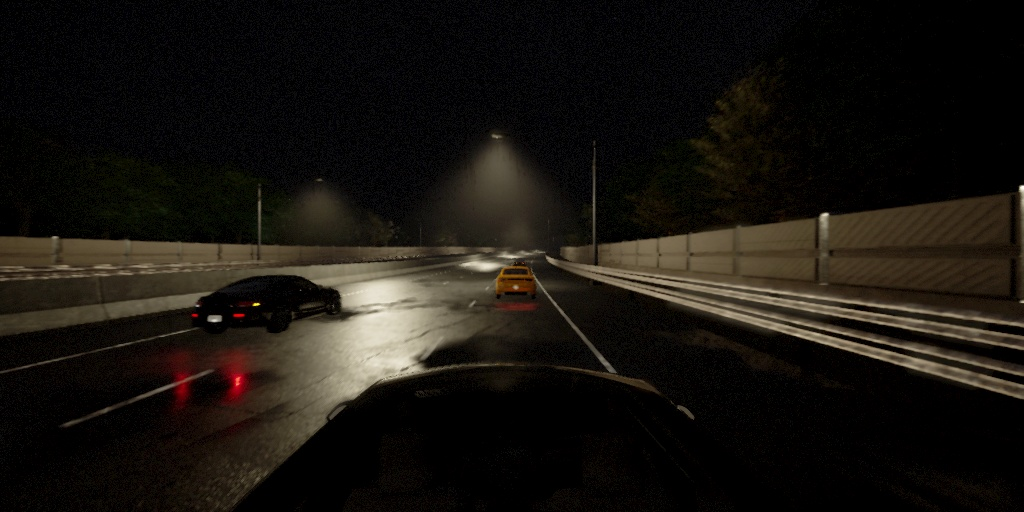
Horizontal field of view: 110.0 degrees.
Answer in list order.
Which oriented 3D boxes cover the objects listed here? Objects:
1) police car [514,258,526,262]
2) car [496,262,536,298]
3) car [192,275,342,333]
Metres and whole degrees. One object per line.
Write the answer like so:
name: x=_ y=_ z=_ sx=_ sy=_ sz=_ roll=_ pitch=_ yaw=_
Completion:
police car: x=1.201 y=1.145 z=52.666 sx=2.038 sy=1.542 sz=4.974 roll=0 pitch=0 yaw=3
car: x=0.214 y=1.273 z=18.813 sx=1.882 sy=1.535 sz=5.008 roll=0 pitch=0 yaw=1
car: x=-6.875 y=1.286 z=10.622 sx=1.812 sy=1.442 sz=4.674 roll=0 pitch=0 yaw=1
